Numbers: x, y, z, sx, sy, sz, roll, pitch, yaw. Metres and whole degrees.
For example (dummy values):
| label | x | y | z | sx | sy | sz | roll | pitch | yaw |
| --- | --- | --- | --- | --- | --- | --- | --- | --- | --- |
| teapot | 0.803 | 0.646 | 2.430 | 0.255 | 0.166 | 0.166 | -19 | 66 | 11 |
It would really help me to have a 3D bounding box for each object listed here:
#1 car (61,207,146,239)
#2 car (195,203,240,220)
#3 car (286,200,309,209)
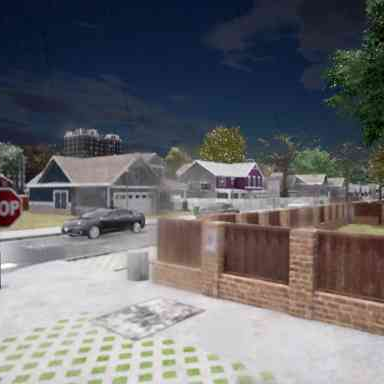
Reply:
| label | x | y | z | sx | sy | sz | roll | pitch | yaw |
| --- | --- | --- | --- | --- | --- | --- | --- | --- | --- |
| car | -4.594 | 1.582 | 17.878 | 1.837 | 1.490 | 4.892 | 0 | 0 | 36 |
| car | 2.169 | 1.652 | 27.196 | 1.837 | 1.490 | 4.892 | 0 | 0 | 36 |
| car | 13.829 | 1.805 | 43.157 | 1.812 | 1.442 | 4.674 | 0 | -1 | 36 |
